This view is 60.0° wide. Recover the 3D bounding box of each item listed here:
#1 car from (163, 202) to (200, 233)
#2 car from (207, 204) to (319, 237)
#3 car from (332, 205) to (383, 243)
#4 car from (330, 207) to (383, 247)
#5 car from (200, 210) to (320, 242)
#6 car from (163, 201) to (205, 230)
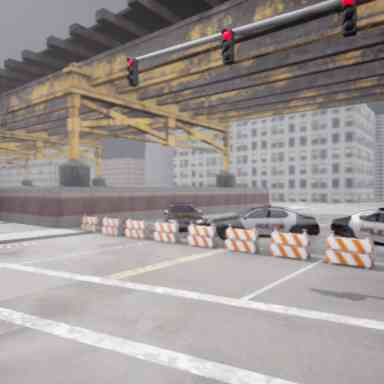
[{"bbox_3d":[-0.548,1.347,18.019,2.038,1.542,4.974,0,0,-7],"label":"car"},{"bbox_3d":[3.052,1.197,15.076,4.536,1.218,1.853,0,0,3],"label":"car"},{"bbox_3d":[7.611,1.202,12.300,1.853,1.218,4.536,0,0,-22],"label":"car"},{"bbox_3d":[7.631,1.360,12.252,2.038,1.542,4.974,0,0,-22],"label":"car"},{"bbox_3d":[3.001,1.355,15.079,4.974,1.542,2.038,0,0,3],"label":"car"},{"bbox_3d":[-0.554,1.189,18.070,1.853,1.218,4.536,0,0,-7],"label":"car"}]
